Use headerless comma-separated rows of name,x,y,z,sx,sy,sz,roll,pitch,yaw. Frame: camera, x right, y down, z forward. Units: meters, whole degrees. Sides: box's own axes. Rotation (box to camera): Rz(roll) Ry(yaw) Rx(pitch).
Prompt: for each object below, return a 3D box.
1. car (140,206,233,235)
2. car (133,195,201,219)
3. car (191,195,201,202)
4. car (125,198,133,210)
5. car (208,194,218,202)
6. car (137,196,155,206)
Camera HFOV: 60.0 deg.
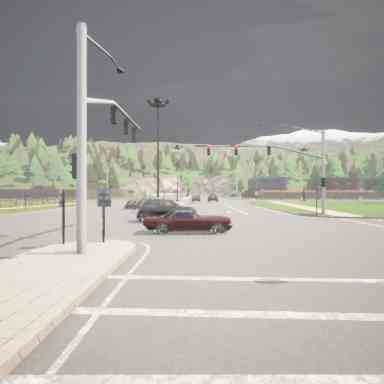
car,-0.176,1.601,18.084,4.718,1.301,1.895,0,0,0
car,-1.830,1.352,25.095,4.553,1.767,2.097,0,0,0
car,0.866,1.358,69.850,2.128,1.511,4.902,0,0,1
car,-7.577,1.526,44.005,1.812,1.442,4.674,0,0,0
car,4.366,1.188,69.775,2.097,1.767,4.553,0,0,1
car,-7.430,1.491,54.373,2.128,1.511,4.902,0,0,1
